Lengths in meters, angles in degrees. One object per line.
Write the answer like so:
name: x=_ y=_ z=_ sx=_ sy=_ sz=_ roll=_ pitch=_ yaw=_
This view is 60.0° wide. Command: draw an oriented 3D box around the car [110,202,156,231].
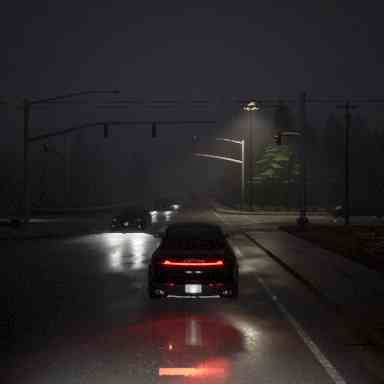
car: x=-3.597 y=1.564 z=20.244 sx=1.994 sy=1.385 sz=4.181 roll=0 pitch=0 yaw=0

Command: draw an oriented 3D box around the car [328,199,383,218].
car: x=14.590 y=1.379 z=29.596 sx=4.553 sy=1.767 sz=2.097 roll=0 pitch=0 yaw=1

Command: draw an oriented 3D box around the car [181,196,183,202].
car: x=-3.141 y=1.383 z=75.269 sx=1.882 sy=1.535 sz=5.008 roll=0 pitch=0 yaw=2

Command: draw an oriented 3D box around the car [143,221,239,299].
car: x=0.049 y=1.501 z=8.461 sx=1.837 sy=1.490 sz=4.892 roll=0 pitch=0 yaw=1

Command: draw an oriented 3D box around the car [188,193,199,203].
car: x=0.306 y=1.224 z=70.494 sx=2.150 sy=2.045 sz=5.566 roll=0 pitch=0 yaw=2

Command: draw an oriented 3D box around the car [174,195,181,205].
car: x=-3.541 y=1.601 z=58.879 sx=1.895 sy=1.301 sz=4.718 roll=0 pitch=0 yaw=1

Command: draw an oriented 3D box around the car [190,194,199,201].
car: x=0.580 y=1.355 z=80.886 sx=2.097 sy=1.767 sz=4.553 roll=0 pitch=0 yaw=2

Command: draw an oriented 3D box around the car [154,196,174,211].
car: x=-3.593 y=1.505 z=40.584 sx=1.837 sy=1.490 sz=4.892 roll=0 pitch=0 yaw=0
